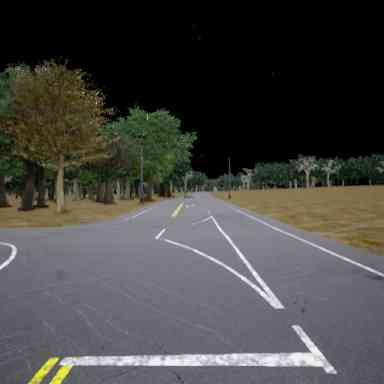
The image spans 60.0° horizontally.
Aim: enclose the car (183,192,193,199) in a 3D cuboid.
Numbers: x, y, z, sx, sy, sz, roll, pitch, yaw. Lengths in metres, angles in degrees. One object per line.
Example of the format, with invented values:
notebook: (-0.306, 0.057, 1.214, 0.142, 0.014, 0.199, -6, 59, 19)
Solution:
car: (-0.956, 0.870, 83.854, 2.097, 1.767, 4.553, 0, 1, 7)
